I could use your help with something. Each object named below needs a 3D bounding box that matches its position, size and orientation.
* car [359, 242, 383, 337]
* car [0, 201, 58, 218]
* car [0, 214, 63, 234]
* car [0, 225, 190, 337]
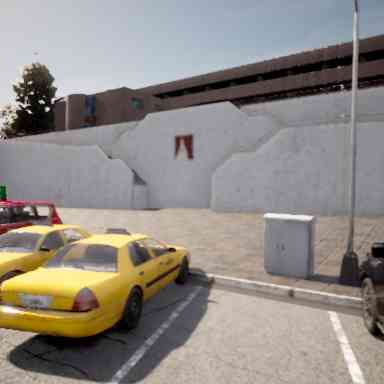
[{"bbox_3d":[3.381,1.230,3.419,2.435,2.045,5.566,0,-1,16],"label":"car"},{"bbox_3d":[-6.389,1.326,10.334,2.435,2.045,5.566,0,-1,16],"label":"car"},{"bbox_3d":[-3.993,1.543,8.435,1.946,1.575,5.366,0,-1,16],"label":"car"},{"bbox_3d":[-1.458,1.525,7.052,1.946,1.575,5.366,0,-1,16],"label":"car"}]
